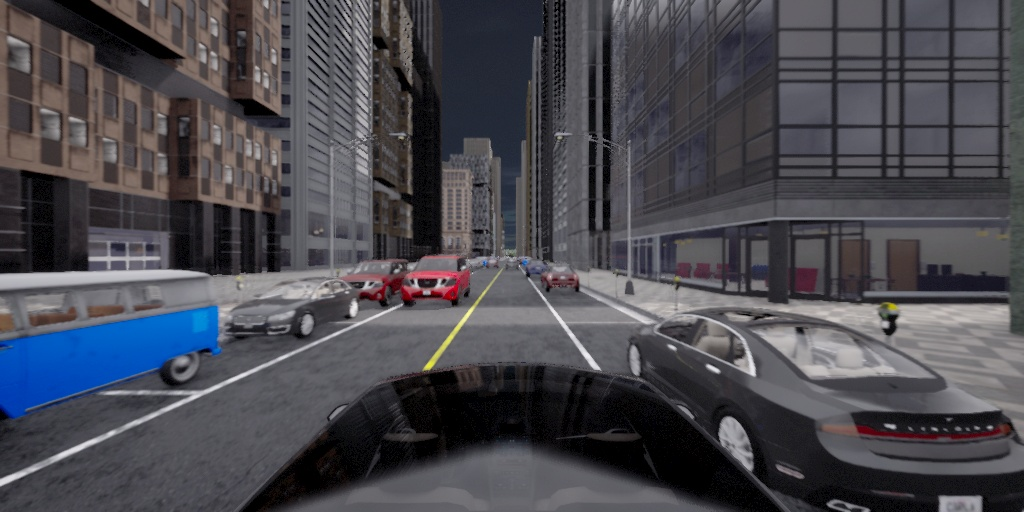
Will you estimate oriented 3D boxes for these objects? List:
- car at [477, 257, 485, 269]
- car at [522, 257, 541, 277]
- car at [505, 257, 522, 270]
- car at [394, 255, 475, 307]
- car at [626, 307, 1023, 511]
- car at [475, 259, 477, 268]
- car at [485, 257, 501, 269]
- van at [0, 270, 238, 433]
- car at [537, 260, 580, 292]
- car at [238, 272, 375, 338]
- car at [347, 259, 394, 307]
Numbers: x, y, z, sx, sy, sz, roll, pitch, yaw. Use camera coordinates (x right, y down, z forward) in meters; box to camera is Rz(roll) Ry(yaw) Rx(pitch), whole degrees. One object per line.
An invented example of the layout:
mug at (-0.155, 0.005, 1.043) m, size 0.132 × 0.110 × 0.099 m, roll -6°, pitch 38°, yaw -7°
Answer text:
car at (-5.772, 1.305, 55.148) m, size 2.007 × 1.370 × 4.403 m, roll 0°, pitch 0°, yaw 0°
car at (2.381, 1.105, 34.947) m, size 2.097 × 1.767 × 4.553 m, roll 0°, pitch 0°, yaw 0°
car at (-0.006, 1.247, 53.403) m, size 2.128 × 1.511 × 4.902 m, roll 0°, pitch 0°, yaw 0°
car at (-3.103, 0.970, 15.808) m, size 2.150 × 2.045 × 5.566 m, roll 0°, pitch 0°, yaw 0°
car at (2.762, 1.300, 4.390) m, size 2.007 × 1.370 × 4.403 m, roll 0°, pitch 0°, yaw 0°
car at (-5.770, 1.319, 43.867) m, size 1.948 × 1.339 × 4.313 m, roll 0°, pitch 0°, yaw 0°
car at (-3.064, 1.281, 56.435) m, size 1.812 × 1.442 × 4.674 m, roll 0°, pitch 0°, yaw 0°
van at (-5.763, 1.090, 4.382) m, size 1.690 × 1.789 × 3.998 m, roll 0°, pitch 0°, yaw 0°
car at (2.759, 1.190, 21.310) m, size 1.967 × 1.591 × 4.097 m, roll 0°, pitch 0°, yaw 0°
car at (-5.764, 1.300, 10.022) m, size 2.007 × 1.370 × 4.403 m, roll 0°, pitch 0°, yaw 0°
car at (-5.765, 1.064, 15.663) m, size 2.192 × 1.841 × 5.009 m, roll 0°, pitch 0°, yaw 0°
